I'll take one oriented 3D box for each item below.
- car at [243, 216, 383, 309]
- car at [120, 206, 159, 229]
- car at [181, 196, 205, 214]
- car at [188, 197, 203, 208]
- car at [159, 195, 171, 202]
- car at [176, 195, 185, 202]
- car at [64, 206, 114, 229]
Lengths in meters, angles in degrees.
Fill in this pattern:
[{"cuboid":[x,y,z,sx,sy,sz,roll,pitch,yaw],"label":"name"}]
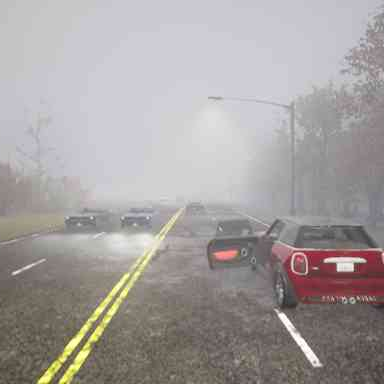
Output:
[{"cuboid":[2.705,1.341,7.981,2.097,1.767,4.553,0,0,0],"label":"car"},{"cuboid":[-3.256,1.566,21.336,1.895,1.301,4.718,0,0,1],"label":"car"},{"cuboid":[0.327,1.428,34.837,2.128,1.511,4.902,0,0,2],"label":"car"},{"cuboid":[0.506,1.472,46.114,1.994,1.385,4.181,0,0,1],"label":"car"},{"cuboid":[-5.441,1.365,67.947,1.812,1.442,4.674,0,0,2],"label":"car"},{"cuboid":[-2.191,1.359,67.870,1.837,1.490,4.892,0,0,2],"label":"car"},{"cuboid":[-6.505,1.566,21.422,1.895,1.301,4.718,0,0,1],"label":"car"}]
